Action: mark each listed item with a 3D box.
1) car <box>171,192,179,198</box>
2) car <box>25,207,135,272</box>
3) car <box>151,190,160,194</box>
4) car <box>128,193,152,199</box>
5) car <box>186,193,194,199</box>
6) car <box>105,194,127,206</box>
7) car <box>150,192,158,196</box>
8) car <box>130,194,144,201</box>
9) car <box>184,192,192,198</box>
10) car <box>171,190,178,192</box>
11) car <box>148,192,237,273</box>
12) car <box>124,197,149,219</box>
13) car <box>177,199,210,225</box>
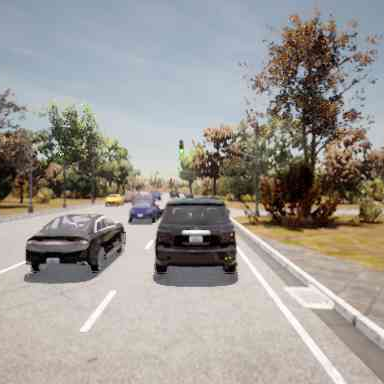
[{"bbox_3d":[-4.494,0.734,86.220,2.128,1.511,4.902,0,0,-3],"label":"car"},{"bbox_3d":[-3.395,1.436,10.551,2.128,1.511,4.902,0,1,0],"label":"car"},{"bbox_3d":[-7.233,0.698,65.181,2.150,2.045,5.566,0,1,-1],"label":"car"},{"bbox_3d":[-7.068,1.212,45.414,1.994,1.385,4.181,0,0,-1],"label":"car"},{"bbox_3d":[-0.513,0.909,76.237,1.812,1.442,4.674,0,0,-2],"label":"car"},{"bbox_3d":[-10.600,1.122,45.767,1.882,1.535,5.008,0,0,-2],"label":"car"},{"bbox_3d":[-7.136,1.099,54.168,1.812,1.442,4.674,0,0,-1],"label":"car"},{"bbox_3d":[-10.732,1.045,65.073,1.994,1.385,4.181,0,0,-1],"label":"car"},{"bbox_3d":[-0.999,0.759,86.418,1.994,1.385,4.181,0,0,-3],"label":"car"},{"bbox_3d":[-4.000,0.603,75.793,2.150,2.045,5.566,0,0,-2],"label":"car"},{"bbox_3d":[0.102,1.168,10.590,2.150,2.045,5.566,0,1,0],"label":"car"},{"bbox_3d":[-3.386,1.354,24.108,1.812,1.442,4.674,0,0,0],"label":"car"},{"bbox_3d":[0.112,1.322,23.886,2.128,1.511,4.902,0,0,0],"label":"car"}]
